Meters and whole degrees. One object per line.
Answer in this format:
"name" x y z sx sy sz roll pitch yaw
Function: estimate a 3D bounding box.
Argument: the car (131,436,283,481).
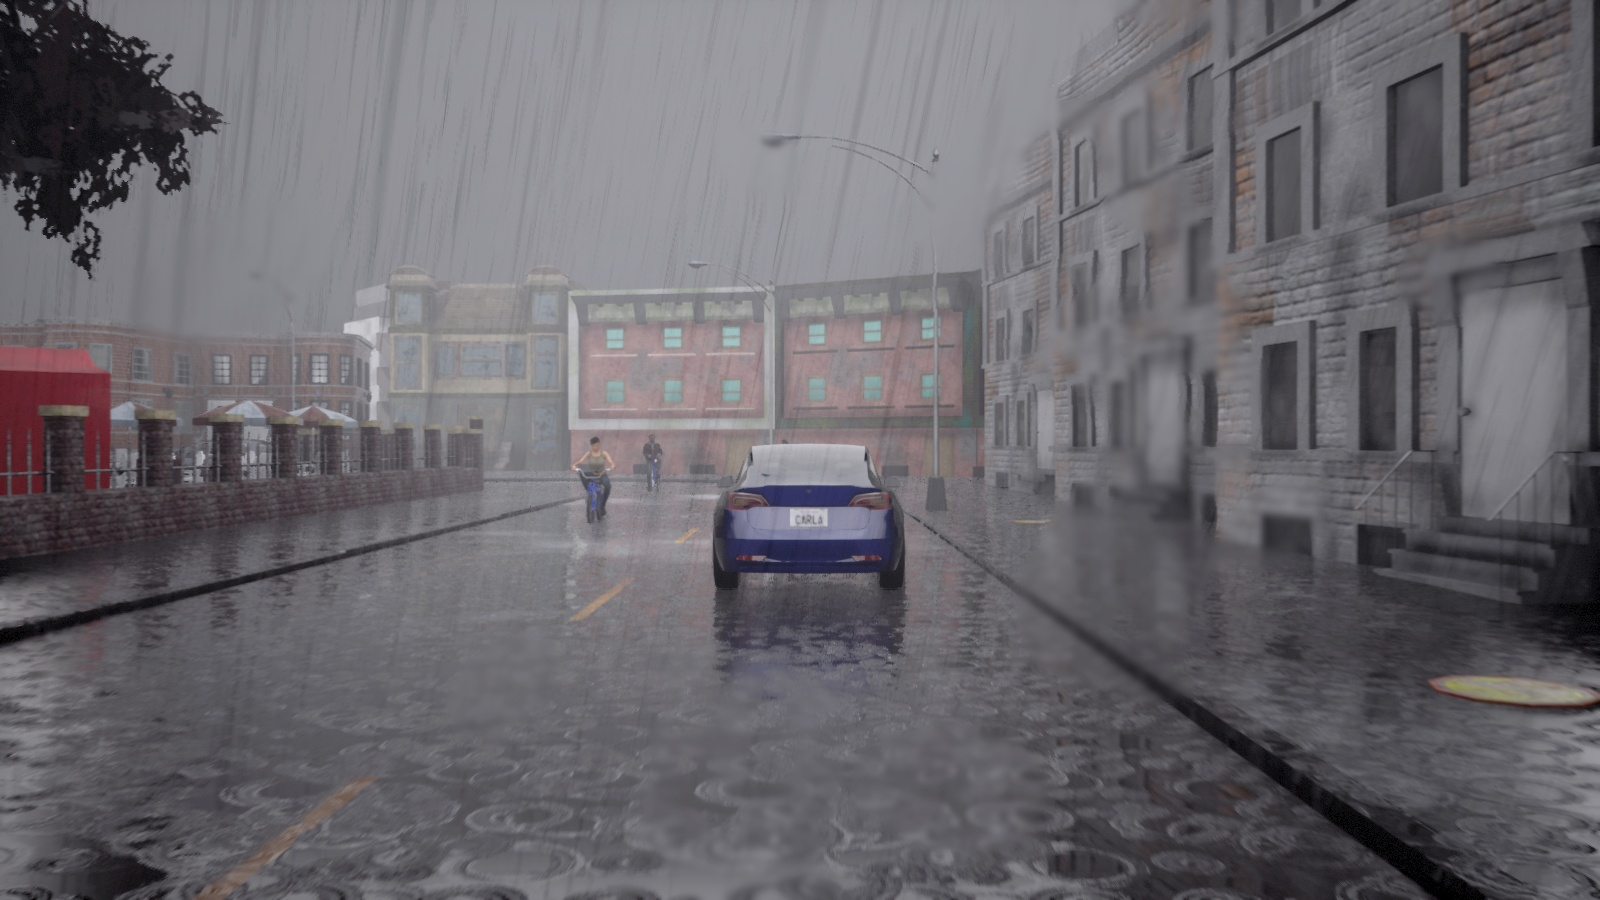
"car" -22.107 0.308 46.972 4.611 1.667 2.242 0 0 0

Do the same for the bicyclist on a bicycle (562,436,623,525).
"bicyclist on a bicycle" -3.850 0.548 23.413 0.866 1.612 1.509 0 0 1

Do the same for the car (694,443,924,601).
"car" 0.096 0.666 14.229 2.163 1.488 4.792 0 0 0
